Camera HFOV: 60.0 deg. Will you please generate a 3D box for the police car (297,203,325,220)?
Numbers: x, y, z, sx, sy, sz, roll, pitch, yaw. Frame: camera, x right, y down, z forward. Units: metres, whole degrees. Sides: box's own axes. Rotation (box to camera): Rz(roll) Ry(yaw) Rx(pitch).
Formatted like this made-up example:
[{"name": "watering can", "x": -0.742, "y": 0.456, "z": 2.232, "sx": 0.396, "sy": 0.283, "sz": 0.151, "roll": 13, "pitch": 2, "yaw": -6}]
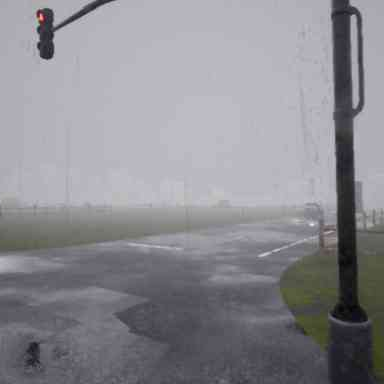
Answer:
[{"name": "police car", "x": 12.854, "y": 2.049, "z": 35.899, "sx": 1.930, "sy": 1.638, "sz": 5.238, "roll": -2, "pitch": -2, "yaw": 36}]
